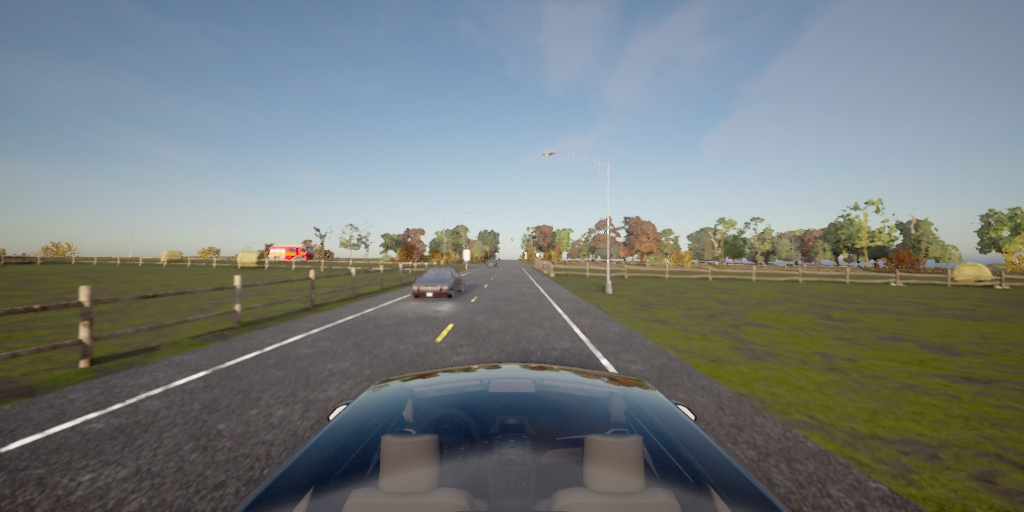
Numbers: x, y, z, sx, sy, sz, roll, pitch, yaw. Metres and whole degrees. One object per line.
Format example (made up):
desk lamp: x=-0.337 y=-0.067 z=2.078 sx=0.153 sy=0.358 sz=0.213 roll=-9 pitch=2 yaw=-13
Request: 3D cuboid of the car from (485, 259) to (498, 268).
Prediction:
car: x=-3.496 y=1.222 z=61.746 sx=2.128 sy=1.511 sz=4.902 roll=0 pitch=0 yaw=0

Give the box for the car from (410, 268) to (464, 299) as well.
car: x=-3.599 y=1.303 z=18.295 sx=2.033 sy=1.411 sz=5.357 roll=0 pitch=0 yaw=0
